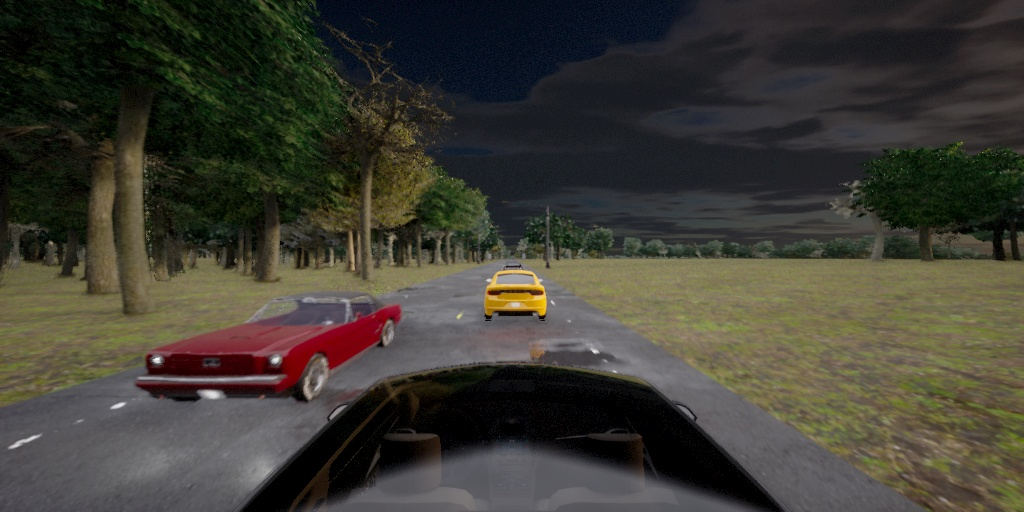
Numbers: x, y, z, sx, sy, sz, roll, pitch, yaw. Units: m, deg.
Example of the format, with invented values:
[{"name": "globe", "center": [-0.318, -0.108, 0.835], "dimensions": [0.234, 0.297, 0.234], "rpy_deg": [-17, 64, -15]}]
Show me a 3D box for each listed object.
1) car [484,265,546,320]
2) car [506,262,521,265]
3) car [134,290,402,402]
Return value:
[{"name": "car", "center": [0.102, 1.235, 12.684], "dimensions": [1.882, 1.535, 5.008], "rpy_deg": [0, 0, 0]}, {"name": "car", "center": [0.108, 1.272, 33.155], "dimensions": [2.128, 1.511, 4.902], "rpy_deg": [0, 0, 0]}, {"name": "car", "center": [-3.598, 1.354, 6.501], "dimensions": [1.895, 1.301, 4.718], "rpy_deg": [0, 0, 0]}]
